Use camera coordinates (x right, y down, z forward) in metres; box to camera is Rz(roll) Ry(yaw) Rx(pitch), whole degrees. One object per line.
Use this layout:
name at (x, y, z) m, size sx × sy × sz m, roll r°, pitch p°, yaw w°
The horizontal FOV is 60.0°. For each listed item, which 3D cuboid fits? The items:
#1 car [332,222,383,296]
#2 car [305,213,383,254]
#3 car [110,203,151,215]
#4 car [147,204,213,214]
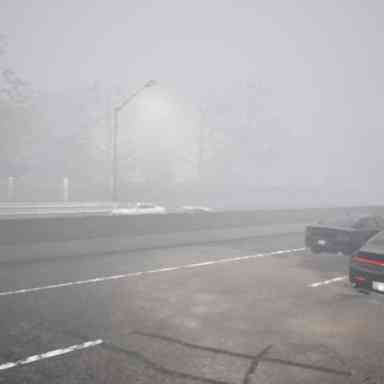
car at (5.550, 1.556, 7.704) m, size 4.892 × 1.490 × 1.837 m, roll 0°, pitch 0°, yaw -35°
car at (6.363, 1.549, 12.581) m, size 5.008 × 1.535 × 1.882 m, roll 0°, pitch 0°, yaw -36°
car at (-4.233, 1.596, 26.643) m, size 4.674 × 1.442 × 1.812 m, roll 0°, pitch 0°, yaw -35°
car at (-0.169, 1.629, 20.944) m, size 4.674 × 1.442 × 1.812 m, roll 0°, pitch 0°, yaw -35°
